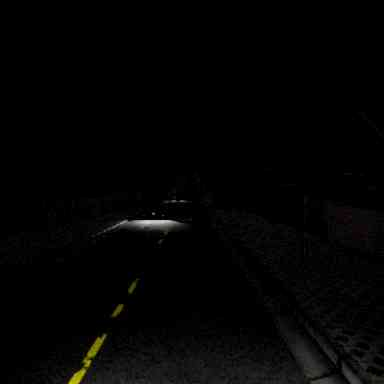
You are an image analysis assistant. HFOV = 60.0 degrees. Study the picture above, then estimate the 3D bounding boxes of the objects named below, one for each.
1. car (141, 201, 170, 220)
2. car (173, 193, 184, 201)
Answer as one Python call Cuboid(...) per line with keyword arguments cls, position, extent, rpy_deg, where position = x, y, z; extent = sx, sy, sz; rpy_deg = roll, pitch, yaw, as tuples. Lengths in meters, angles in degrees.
Cuboid(cls="car", position=(-2.855, 1.425, 26.717), extent=(1.994, 1.385, 4.181), rpy_deg=(0, 0, 0))
Cuboid(cls="car", position=(-2.772, 0.991, 67.864), extent=(1.837, 1.490, 4.892), rpy_deg=(0, 1, 0))
